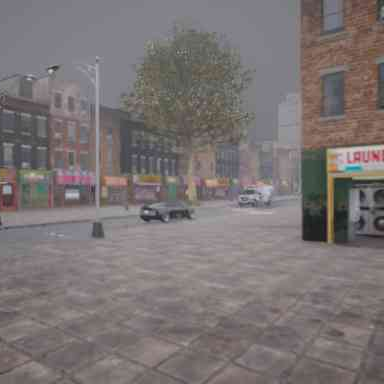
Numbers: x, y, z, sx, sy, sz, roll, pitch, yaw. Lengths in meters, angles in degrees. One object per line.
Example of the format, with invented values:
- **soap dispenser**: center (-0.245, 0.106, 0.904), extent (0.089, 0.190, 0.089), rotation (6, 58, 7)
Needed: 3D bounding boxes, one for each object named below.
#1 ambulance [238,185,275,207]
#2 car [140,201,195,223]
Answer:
- **ambulance**: center (7.633, 0.407, 39.416), extent (2.351, 2.431, 6.366), rotation (0, 1, 35)
- **car**: center (-1.569, 1.212, 21.813), extent (1.947, 1.339, 4.313), rotation (1, 1, 35)
